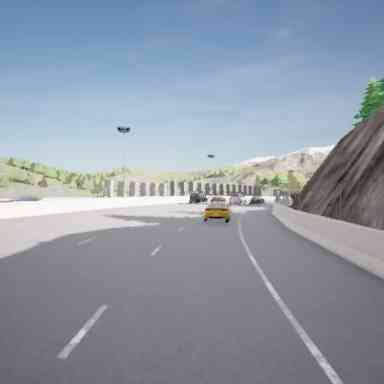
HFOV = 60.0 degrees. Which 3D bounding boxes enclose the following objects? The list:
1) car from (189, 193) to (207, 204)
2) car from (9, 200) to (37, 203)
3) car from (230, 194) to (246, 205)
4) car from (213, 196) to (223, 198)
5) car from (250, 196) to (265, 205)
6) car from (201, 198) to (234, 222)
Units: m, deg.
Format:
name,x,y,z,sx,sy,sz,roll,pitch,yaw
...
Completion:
name,x,y,z,sx,sy,sz,roll,pitch,yaw
car,1.287,1.249,63.940,2.150,2.045,5.566,0,0,22
car,-22.649,1.242,45.879,2.033,1.411,5.357,1,0,14
car,8.793,1.357,63.850,2.150,2.045,5.566,0,0,23
car,5.161,1.575,63.881,2.128,1.511,4.902,1,0,22
car,12.495,1.540,63.286,2.097,1.767,4.553,1,0,23
car,2.162,1.513,26.971,1.882,1.535,5.008,0,0,9
